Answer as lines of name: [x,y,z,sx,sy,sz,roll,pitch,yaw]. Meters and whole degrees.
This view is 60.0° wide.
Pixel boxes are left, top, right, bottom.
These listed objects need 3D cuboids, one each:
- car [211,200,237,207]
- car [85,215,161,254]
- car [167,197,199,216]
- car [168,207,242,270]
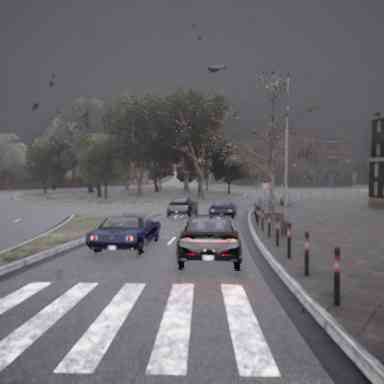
car: [2.517,1.297,26.084,1.895,1.301,4.718,1,2,11]
car: [-2.493,1.559,13.341,1.895,1.301,4.718,0,0,4]
car: [-0.664,1.152,26.669,2.128,1.511,4.902,1,2,11]
car: [0.599,1.477,11.010,2.128,1.511,4.902,0,0,4]
